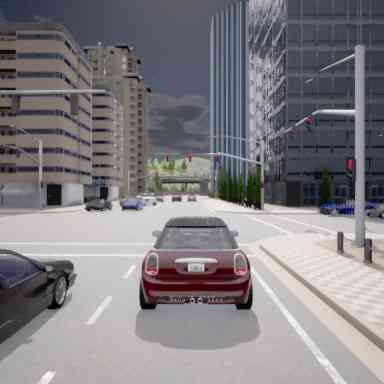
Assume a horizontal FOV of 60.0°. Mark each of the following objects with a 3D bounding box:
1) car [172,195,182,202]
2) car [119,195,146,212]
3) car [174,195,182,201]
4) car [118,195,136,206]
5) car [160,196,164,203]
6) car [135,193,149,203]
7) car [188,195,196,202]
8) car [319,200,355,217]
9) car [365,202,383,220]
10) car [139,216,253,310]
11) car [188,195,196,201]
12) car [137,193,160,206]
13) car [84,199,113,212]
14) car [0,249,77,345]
[{"bbox_3d":[-3.504,1.469,74.743,1.882,1.535,5.008,0,0,0],"label":"car"},{"bbox_3d":[-7.097,1.477,39.642,1.882,1.535,5.008,0,0,0],"label":"car"},{"bbox_3d":[-3.504,1.508,84.353,2.033,1.411,5.357,0,0,0],"label":"car"},{"bbox_3d":[-10.585,1.352,54.721,2.097,1.767,4.553,0,0,0],"label":"car"},{"bbox_3d":[-7.003,1.539,70.501,2.033,1.411,5.357,0,0,0],"label":"car"},{"bbox_3d":[-10.503,1.224,69.928,2.150,2.045,5.566,0,0,0],"label":"car"},{"bbox_3d":[-0.004,1.546,75.859,1.994,1.385,4.181,0,0,0],"label":"car"},{"bbox_3d":[14.066,1.422,29.876,5.008,1.535,1.882,0,0,0],"label":"car"},{"bbox_3d":[16.277,1.433,26.362,4.902,1.511,2.128,0,0,0],"label":"car"},{"bbox_3d":[0.082,1.352,7.988,2.097,1.767,4.553,0,0,0],"label":"car"},{"bbox_3d":[-0.004,1.492,84.353,1.812,1.442,4.674,0,0,0],"label":"car"},{"bbox_3d":[-7.081,1.220,54.730,2.150,2.045,5.566,0,0,-1],"label":"car"},{"bbox_3d":[-10.819,1.547,39.071,2.033,1.411,5.357,0,0,3],"label":"car"},{"bbox_3d":[-3.434,1.547,4.790,2.033,1.411,5.357,0,0,0],"label":"car"}]
